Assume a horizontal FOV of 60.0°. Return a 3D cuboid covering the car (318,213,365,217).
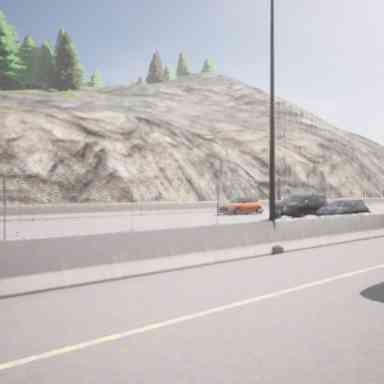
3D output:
[{"bbox_3d":[11.384,1.360,25.009,4.553,1.767,2.097,0,0,-35],"label":"car"}]
